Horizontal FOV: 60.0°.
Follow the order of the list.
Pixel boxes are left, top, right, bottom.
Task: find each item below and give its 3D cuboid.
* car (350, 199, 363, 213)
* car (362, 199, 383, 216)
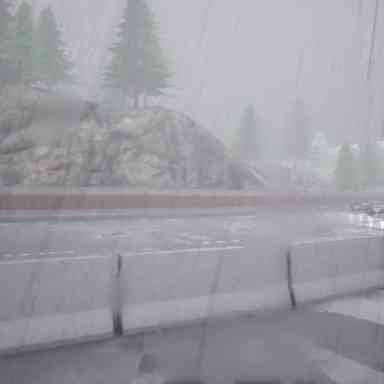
[{"bbox_3d":[19.826,1.605,38.014,4.902,1.511,2.128,1,0,-40],"label":"car"},{"bbox_3d":[19.514,1.621,33.228,4.902,1.511,2.128,0,0,-39],"label":"car"}]
